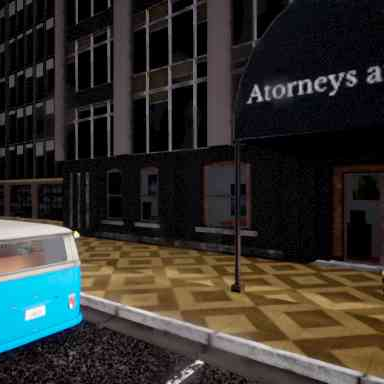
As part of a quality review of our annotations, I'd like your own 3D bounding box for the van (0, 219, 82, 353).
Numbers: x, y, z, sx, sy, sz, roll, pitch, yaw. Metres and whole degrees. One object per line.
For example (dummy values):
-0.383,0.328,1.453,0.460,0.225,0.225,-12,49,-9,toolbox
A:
-3.547,1.341,5.427,3.998,1.788,1.690,0,0,36,van
